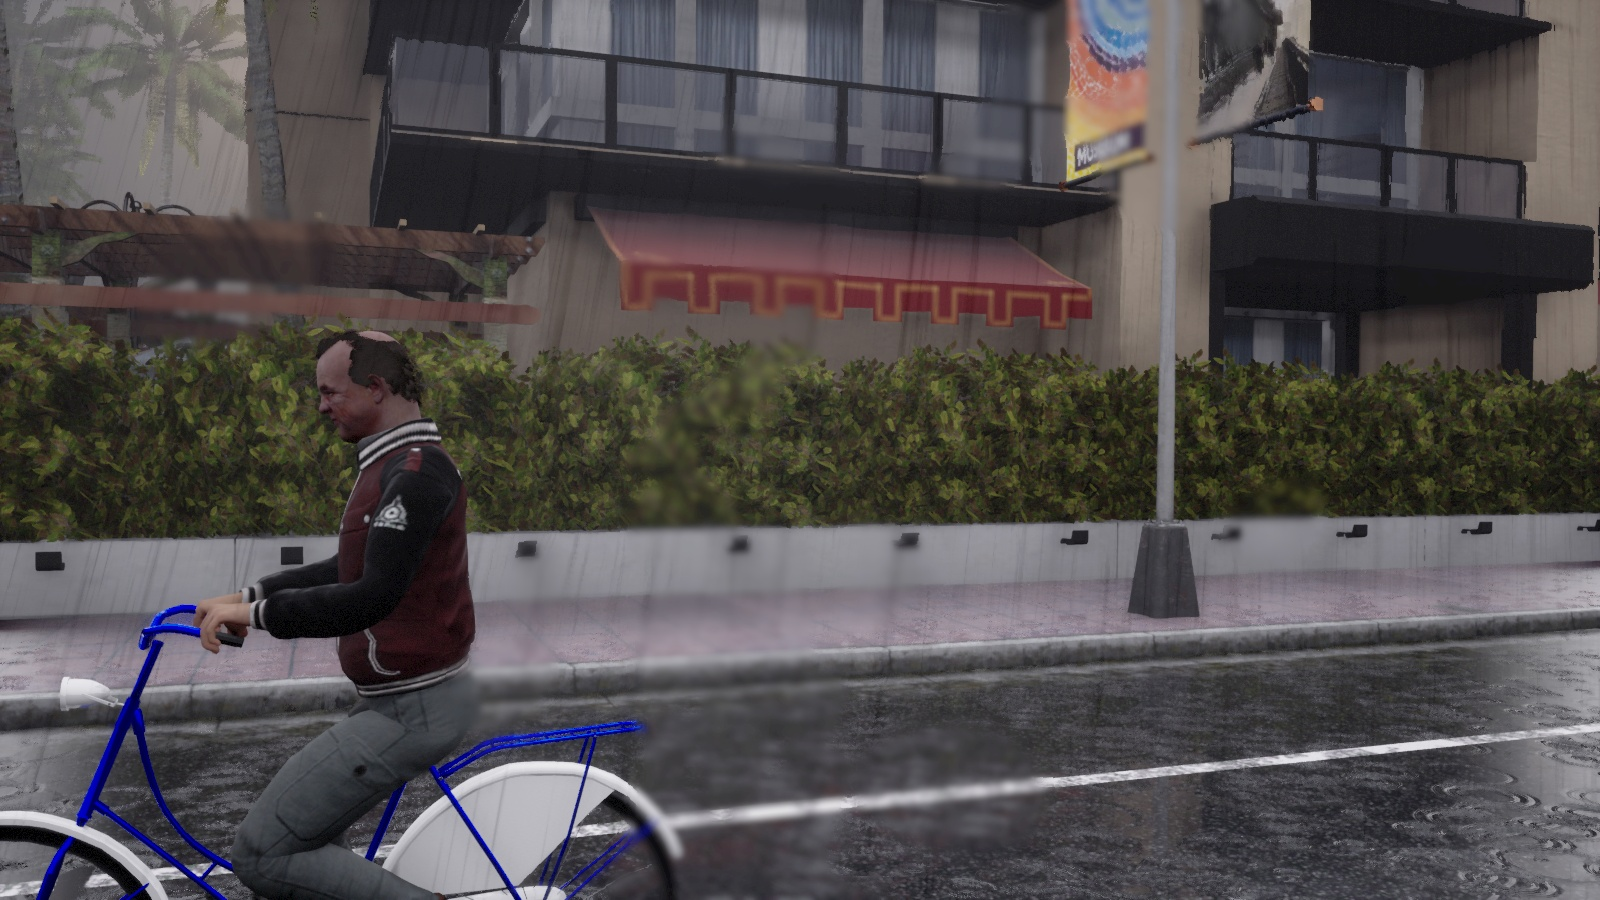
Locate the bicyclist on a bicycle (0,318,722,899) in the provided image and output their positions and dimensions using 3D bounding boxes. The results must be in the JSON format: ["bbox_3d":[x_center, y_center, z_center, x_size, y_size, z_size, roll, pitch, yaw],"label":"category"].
[{"bbox_3d":[-1.157,0.636,2.793,1.843,1.776,0.659,-1,1,-21],"label":"bicyclist on a bicycle"}]
